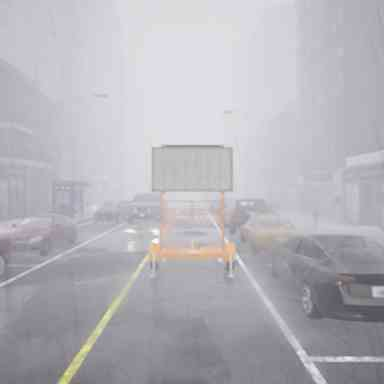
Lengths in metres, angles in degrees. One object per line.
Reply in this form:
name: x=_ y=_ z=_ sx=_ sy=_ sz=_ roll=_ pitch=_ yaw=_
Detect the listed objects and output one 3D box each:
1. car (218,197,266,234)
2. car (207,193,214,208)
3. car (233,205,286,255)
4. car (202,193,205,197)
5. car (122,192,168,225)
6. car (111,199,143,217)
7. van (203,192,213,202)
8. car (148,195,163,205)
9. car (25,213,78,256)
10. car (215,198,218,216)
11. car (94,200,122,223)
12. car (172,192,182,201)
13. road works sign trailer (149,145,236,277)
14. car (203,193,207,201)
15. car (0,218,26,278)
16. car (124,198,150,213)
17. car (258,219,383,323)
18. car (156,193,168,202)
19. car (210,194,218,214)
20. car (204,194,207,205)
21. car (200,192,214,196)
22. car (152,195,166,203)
car: x=2.879 y=1.188 z=18.098 sx=2.192 sy=1.841 sz=5.009 roll=0 pitch=0 yaw=0
car: x=2.899 y=1.197 z=34.669 sx=1.967 sy=1.590 sz=4.097 roll=0 pitch=0 yaw=0
car: x=2.873 y=1.436 z=12.746 sx=1.752 sy=1.417 sz=4.829 roll=0 pitch=0 yaw=0
car: x=2.920 y=1.206 z=51.240 sx=1.947 sy=1.339 sz=4.313 roll=0 pitch=0 yaw=0
car: x=-3.072 y=1.059 z=23.201 sx=2.150 sy=2.045 sz=5.566 roll=0 pitch=0 yaw=0
car: x=-5.633 y=1.362 z=29.143 sx=1.947 sy=1.339 sz=4.313 roll=0 pitch=0 yaw=0
van: x=2.934 y=0.904 z=62.286 sx=1.690 sy=1.788 sz=3.998 roll=0 pitch=0 yaw=0
car: x=-5.606 y=1.223 z=51.243 sx=1.802 sy=1.307 sz=4.206 roll=0 pitch=0 yaw=0
car: x=-5.654 y=1.494 z=12.569 sx=1.802 sy=1.307 sz=4.206 roll=0 pitch=0 yaw=0
car: x=2.886 y=1.358 z=23.793 sx=1.752 sy=1.417 sz=4.829 roll=0 pitch=0 yaw=0
car: x=-5.640 y=1.379 z=23.618 sx=1.887 sy=1.381 sz=4.507 roll=0 pitch=0 yaw=0
car: x=-2.920 y=1.052 z=66.086 sx=1.882 sy=1.535 sz=5.008 roll=0 pitch=0 yaw=0
road works sign trailer: x=0.010 y=0.394 z=9.952 sx=2.380 sy=3.560 sz=2.880 roll=0 pitch=0 yaw=0
car: x=2.913 y=1.230 z=45.717 sx=2.008 sy=1.369 sz=4.403 roll=0 pitch=0 yaw=0
car: x=-5.660 y=1.495 z=7.044 sx=1.887 sy=1.381 sz=4.507 roll=0 pitch=0 yaw=0
car: x=-5.626 y=1.323 z=34.668 sx=1.947 sy=1.339 sz=4.313 roll=0 pitch=0 yaw=0
car: x=2.865 y=1.516 z=7.053 sx=1.947 sy=1.339 sz=4.313 roll=0 pitch=0 yaw=0
car: x=-5.593 y=1.004 z=62.292 sx=1.967 sy=1.590 sz=4.097 roll=0 pitch=0 yaw=0
car: x=2.892 y=1.235 z=29.146 sx=1.967 sy=1.590 sz=4.097 roll=0 pitch=0 yaw=0
car: x=2.906 y=1.268 z=40.194 sx=2.008 sy=1.369 sz=4.403 roll=0 pitch=0 yaw=0
car: x=2.927 y=0.917 z=56.763 sx=2.192 sy=1.841 sz=5.009 roll=0 pitch=0 yaw=0
car: x=-5.599 y=1.168 z=56.768 sx=1.947 sy=1.339 sz=4.313 roll=0 pitch=0 yaw=0
